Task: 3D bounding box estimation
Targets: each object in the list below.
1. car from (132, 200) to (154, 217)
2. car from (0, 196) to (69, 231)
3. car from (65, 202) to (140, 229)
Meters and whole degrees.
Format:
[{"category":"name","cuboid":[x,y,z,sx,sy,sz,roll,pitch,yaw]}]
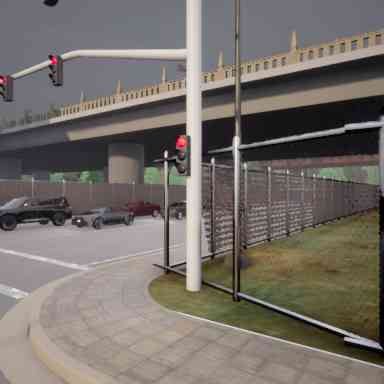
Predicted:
[{"category":"car","cuboid":[-4.901,1.533,29.630,1.882,1.535,5.008,0,0,35]},{"category":"car","cuboid":[-10.576,1.276,21.628,2.150,2.045,5.566,0,0,36]},{"category":"car","cuboid":[-5.857,1.619,22.224,1.994,1.385,4.181,0,0,35]}]
